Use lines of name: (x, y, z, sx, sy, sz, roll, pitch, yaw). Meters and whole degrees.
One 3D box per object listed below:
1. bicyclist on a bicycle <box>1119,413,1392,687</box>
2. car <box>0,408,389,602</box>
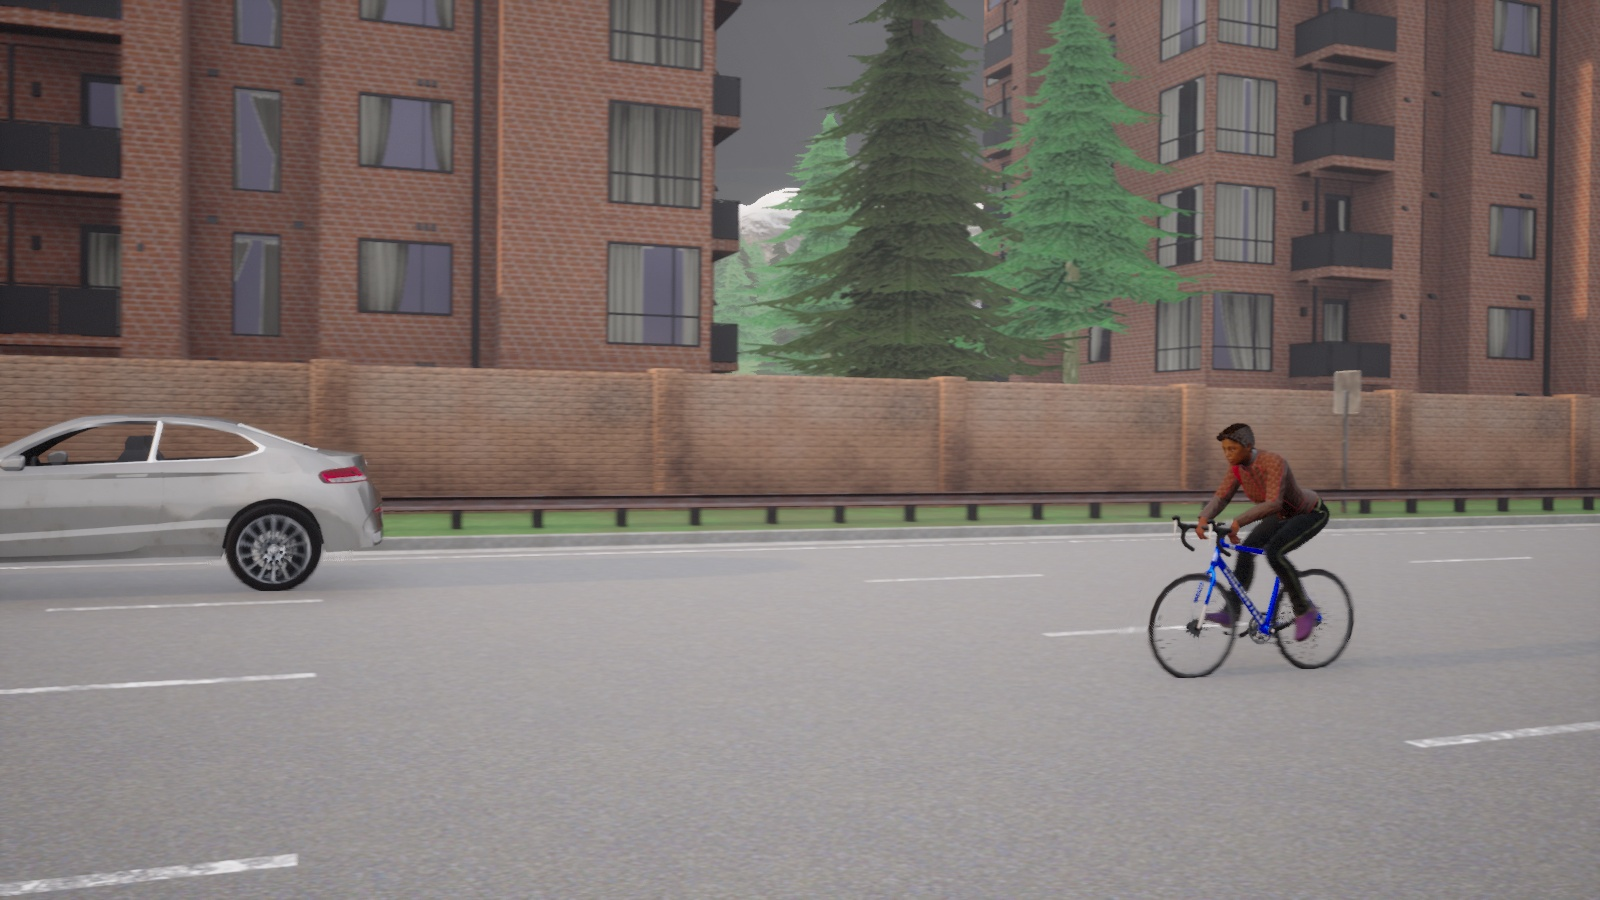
bicyclist on a bicycle: (2.941, 0.590, 8.098, 1.656, 1.620, 0.582, -1, 1, -21)
car: (-6.617, 0.453, 11.955, 5.027, 1.651, 2.152, -1, 1, -21)
